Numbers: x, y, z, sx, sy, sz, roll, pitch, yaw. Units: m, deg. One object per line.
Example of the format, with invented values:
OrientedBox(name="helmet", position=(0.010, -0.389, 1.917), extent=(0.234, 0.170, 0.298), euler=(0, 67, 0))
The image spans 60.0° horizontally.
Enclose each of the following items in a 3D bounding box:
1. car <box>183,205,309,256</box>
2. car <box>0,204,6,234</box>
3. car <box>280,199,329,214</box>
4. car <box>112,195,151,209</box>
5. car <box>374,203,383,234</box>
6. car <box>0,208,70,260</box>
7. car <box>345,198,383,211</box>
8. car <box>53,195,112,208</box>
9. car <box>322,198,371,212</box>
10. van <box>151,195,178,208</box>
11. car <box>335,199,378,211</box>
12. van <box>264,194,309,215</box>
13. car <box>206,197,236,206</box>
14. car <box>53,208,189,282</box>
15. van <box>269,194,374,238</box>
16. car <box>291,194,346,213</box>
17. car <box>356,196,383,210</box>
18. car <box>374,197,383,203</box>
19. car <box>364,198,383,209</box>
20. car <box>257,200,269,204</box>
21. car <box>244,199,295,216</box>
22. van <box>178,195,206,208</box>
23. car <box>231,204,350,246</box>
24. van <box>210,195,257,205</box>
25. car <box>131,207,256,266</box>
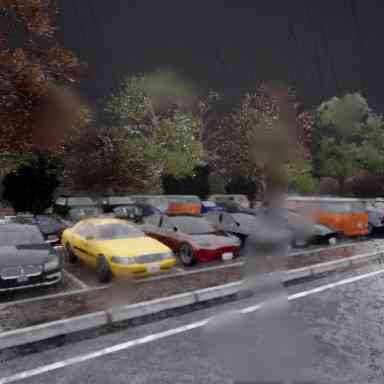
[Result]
OrientedBox(name="car", position=(1.941, 1.518, 13.549), extent=(2.163, 1.488, 4.792), euler=(0, 0, -36))
OrientedBox(name="car", position=(-12.371, 1.498, 19.427), extent=(2.097, 1.535, 5.008), euler=(0, 0, -36))
OrientedBox(name="car", position=(12.427, 1.544, 37.121), extent=(2.163, 1.488, 4.792), euler=(1, 0, -36))
OrientedBox(name="car", position=(-5.595, 1.235, 24.241), extent=(2.435, 2.045, 5.566), euler=(0, 0, -36))
OrientedBox(name="car", position=(8.684, 1.506, 18.440), extent=(2.163, 1.488, 4.792), euler=(0, 0, -36))
OrientedBox(name="car", position=(-6.150, 1.565, 13.199), extent=(5.357, 1.411, 2.033), euler=(0, 0, -36))
OrientedBox(name="car", position=(23.695, 1.643, 45.172), extent=(2.163, 1.488, 4.792), euler=(1, 0, -36))
OrientedBox(name="car", position=(-7.849, 1.239, 22.630), extent=(2.435, 2.045, 5.566), euler=(0, 0, -36))
OrientedBox(name="car", position=(19.278, 1.571, 41.824), extent=(1.946, 1.575, 5.366), euler=(1, 0, -36))
OrientedBox(name="van", position=(-3.291, 1.256, 25.779), extent=(1.878, 1.987, 4.442), euler=(0, 0, -36))
OrientedBox(name="car", position=(21.426, 1.634, 43.583), extent=(2.002, 1.452, 4.674), euler=(1, 0, -36))
OrientedBox(name="van", position=(9.989, 1.270, 35.557), extent=(1.878, 1.987, 4.442), euler=(0, 0, -36))
OrientedBox(name="car", position=(1.146, 1.473, 29.100), extent=(2.097, 1.535, 5.008), euler=(0, 0, -36))
OrientedBox(name="car", position=(-2.485, 1.494, 10.193), extent=(1.946, 1.575, 5.366), euler=(0, 0, -36))
OrientedBox(name="van", position=(6.373, 1.254, 16.896), extent=(1.878, 1.987, 4.442), euler=(0, 0, -36))
OrientedBox(name="car", position=(14.649, 1.283, 38.779), extent=(2.435, 2.045, 5.566), euler=(1, 0, -36))
OrientedBox(name="car", position=(25.813, 1.507, 46.761), extent=(2.185, 1.767, 4.553), euler=(1, 0, -36))
OrientedBox(name="car", position=(10.939, 1.349, 20.054), extent=(2.185, 1.767, 4.553), euler=(0, 0, -36))
OrientedBox(name="car", position=(28.088, 1.653, 48.342), extent=(2.097, 1.535, 5.008), euler=(1, 0, -36))
OrientedBox(name="car", position=(5.638, 1.504, 32.339), extent=(2.163, 1.488, 4.792), euler=(0, 0, -36))
OrientedBox(name="car", position=(7.785, 1.511, 33.874), extent=(2.163, 1.488, 4.792), euler=(0, 0, -36))
OrientedBox(name="van", position=(-1.172, 1.252, 27.580), extent=(1.878, 1.987, 4.442), euler=(0, 0, -36))
OrientedBox(name="car", position=(4.200, 1.514, 15.163), extent=(2.163, 1.488, 4.792), euler=(0, 0, -36))
OrientedBox(name="van", position=(3.479, 1.246, 30.627), extent=(1.878, 1.987, 4.442), euler=(0, 0, -36))
OrientedBox(name="car", position=(-0.317, 1.522, 11.935), extent=(2.163, 1.488, 4.792), euler=(0, 0, -36))
